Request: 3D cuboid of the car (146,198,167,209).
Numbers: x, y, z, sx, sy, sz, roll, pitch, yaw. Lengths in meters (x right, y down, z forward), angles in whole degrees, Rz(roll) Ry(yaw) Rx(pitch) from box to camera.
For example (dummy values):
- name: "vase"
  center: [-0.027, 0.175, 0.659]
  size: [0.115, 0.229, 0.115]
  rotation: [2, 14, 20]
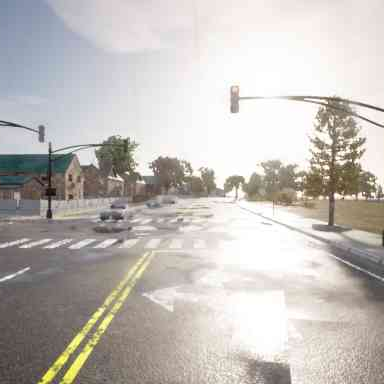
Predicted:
- name: "car"
  center: [-5.252, 1.570, 47.476]
  size: [2.128, 1.511, 4.902]
  rotation: [0, 0, 3]

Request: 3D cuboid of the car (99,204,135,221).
- name: "car"
  center: [-6.086, 1.634, 27.304]
  size: [1.895, 1.301, 4.718]
  rotation: [0, 0, 2]

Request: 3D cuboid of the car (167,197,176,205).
- name: "car"
  center: [-4.241, 1.651, 64.087]
  size: [1.812, 1.442, 4.674]
  rotation: [0, 0, 4]
